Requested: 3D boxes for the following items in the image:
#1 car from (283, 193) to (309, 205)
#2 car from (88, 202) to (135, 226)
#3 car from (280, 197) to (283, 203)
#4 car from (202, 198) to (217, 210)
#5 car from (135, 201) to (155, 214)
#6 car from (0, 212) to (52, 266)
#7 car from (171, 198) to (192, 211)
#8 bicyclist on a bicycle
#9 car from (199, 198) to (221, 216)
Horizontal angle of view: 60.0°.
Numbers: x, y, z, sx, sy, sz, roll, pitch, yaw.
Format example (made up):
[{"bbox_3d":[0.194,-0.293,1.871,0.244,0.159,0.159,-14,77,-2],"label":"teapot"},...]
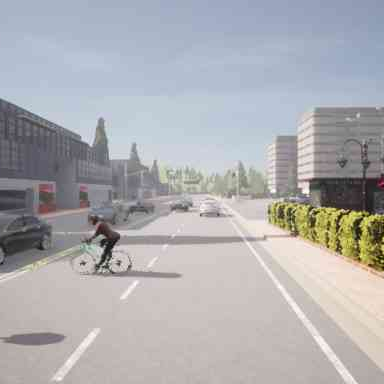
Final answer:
[{"bbox_3d":[17.035,1.156,52.969,3.866,1.878,1.905,0,0,2],"label":"car"},{"bbox_3d":[-5.858,1.493,23.766,2.128,1.511,4.902,0,0,4],"label":"car"},{"bbox_3d":[17.168,1.153,55.860,4.605,1.855,1.932,0,0,2],"label":"car"},{"bbox_3d":[2.342,1.525,44.107,1.812,1.442,4.674,0,0,5],"label":"car"},{"bbox_3d":[-5.233,1.601,35.536,1.895,1.301,4.718,0,0,4],"label":"car"},{"bbox_3d":[-6.584,1.506,11.434,1.837,1.490,4.892,0,-1,3],"label":"car"},{"bbox_3d":[-1.393,1.601,39.857,1.895,1.301,4.718,0,0,3],"label":"car"},{"bbox_3d":[-2.456,1.453,8.944,1.656,1.620,0.582,-1,0,2],"label":"bicyclist on a bicycle"},{"bbox_3d":[1.733,1.525,32.319,1.812,1.442,4.674,0,0,3],"label":"car"}]
